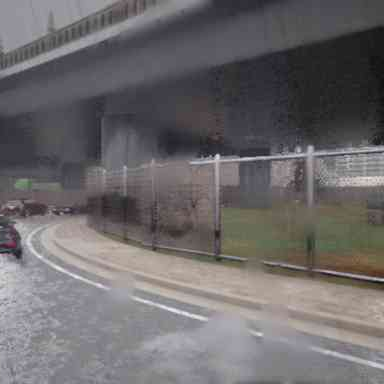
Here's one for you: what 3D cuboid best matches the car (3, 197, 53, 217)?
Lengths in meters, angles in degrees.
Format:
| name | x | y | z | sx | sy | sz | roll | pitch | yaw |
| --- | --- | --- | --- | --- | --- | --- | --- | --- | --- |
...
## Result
| name | x | y | z | sx | sy | sz | roll | pitch | yaw |
| --- | --- | --- | --- | --- | --- | --- | --- | --- | --- |
| car | -14.885 | 1.352 | 29.957 | 2.097 | 1.767 | 4.553 | 0 | 0 | 4 |

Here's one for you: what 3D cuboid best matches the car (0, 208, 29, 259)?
| name | x | y | z | sx | sy | sz | roll | pitch | yaw |
| --- | --- | --- | --- | --- | --- | --- | --- | --- | --- |
| car | -7.288 | 1.526 | 11.878 | 1.812 | 1.442 | 4.674 | 0 | 0 | -34 |

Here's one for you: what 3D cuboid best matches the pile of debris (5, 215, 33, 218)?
| name | x | y | z | sx | sy | sz | roll | pitch | yaw |
| --- | --- | --- | --- | --- | --- | --- | --- | --- | --- |
| pile of debris | -15.320 | 2.176 | 29.497 | 1.500 | 0.140 | 1.860 | 0 | 0 | 4 |

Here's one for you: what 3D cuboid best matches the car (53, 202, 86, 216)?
| name | x | y | z | sx | sy | sz | roll | pitch | yaw |
| --- | --- | --- | --- | --- | --- | --- | --- | --- | --- |
| car | -11.303 | 1.601 | 31.870 | 1.895 | 1.301 | 4.718 | 0 | 0 | 9 |
